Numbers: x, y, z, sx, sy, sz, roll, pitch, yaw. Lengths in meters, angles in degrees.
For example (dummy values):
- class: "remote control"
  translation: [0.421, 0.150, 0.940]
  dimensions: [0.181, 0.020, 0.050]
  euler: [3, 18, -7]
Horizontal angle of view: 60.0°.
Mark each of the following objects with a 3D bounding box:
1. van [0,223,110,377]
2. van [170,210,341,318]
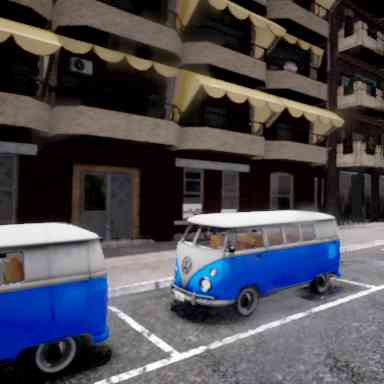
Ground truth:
- class: "van"
  translation: [-3.002, 1.342, 3.928]
  dimensions: [3.998, 1.788, 1.690]
  euler: [0, 2, -35]
- class: "van"
  translation: [1.501, 1.331, 7.140]
  dimensions: [3.998, 1.788, 1.690]
  euler: [0, 2, -35]
